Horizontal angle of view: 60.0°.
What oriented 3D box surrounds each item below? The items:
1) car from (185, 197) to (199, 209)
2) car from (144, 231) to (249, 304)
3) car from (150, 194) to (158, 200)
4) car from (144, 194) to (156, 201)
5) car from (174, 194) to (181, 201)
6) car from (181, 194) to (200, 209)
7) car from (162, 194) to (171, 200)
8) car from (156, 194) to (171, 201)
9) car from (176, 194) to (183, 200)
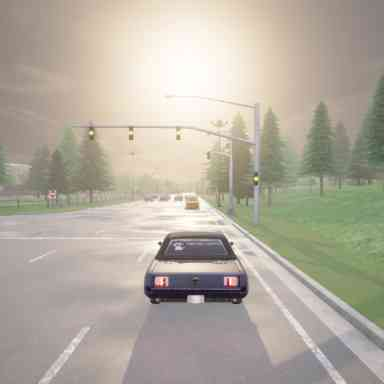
[{"bbox_3d":[0.010,1.576,49.746,2.033,1.411,5.357,-1,1,1],"label":"car"},{"bbox_3d":[0.092,1.601,8.078,1.895,1.301,4.718,0,0,0],"label":"car"},{"bbox_3d":[-10.355,1.332,90.802,1.837,1.490,4.892,0,0,0],"label":"car"},{"bbox_3d":[-10.372,1.531,80.382,2.033,1.411,5.357,0,0,0],"label":"car"},{"bbox_3d":[-3.371,1.545,80.788,1.994,1.385,4.181,0,0,0],"label":"car"},{"bbox_3d":[-0.063,1.088,46.248,1.882,1.535,5.008,-3,17,-3],"label":"car"},{"bbox_3d":[-6.855,1.372,90.797,2.033,1.411,5.357,0,0,0],"label":"car"},{"bbox_3d":[-6.872,1.531,80.377,2.033,1.411,5.357,0,0,0],"label":"car"},{"bbox_3d":[-3.355,1.357,90.791,1.812,1.442,4.674,0,0,0],"label":"car"}]
